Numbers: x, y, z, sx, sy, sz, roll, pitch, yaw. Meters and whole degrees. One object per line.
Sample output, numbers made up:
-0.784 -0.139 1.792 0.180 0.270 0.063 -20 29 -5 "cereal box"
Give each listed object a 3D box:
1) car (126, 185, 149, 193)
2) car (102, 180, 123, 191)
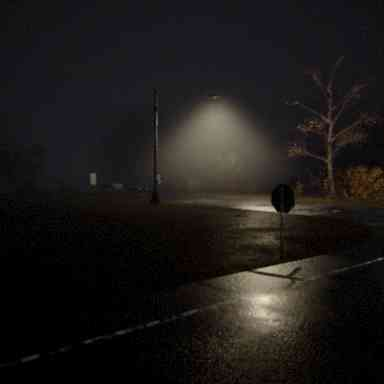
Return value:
-8.961 -0.527 53.946 1.895 1.301 4.718 -1 2 -36 "car"
-14.833 -1.223 62.031 2.150 2.045 5.566 -1 2 -36 "car"
